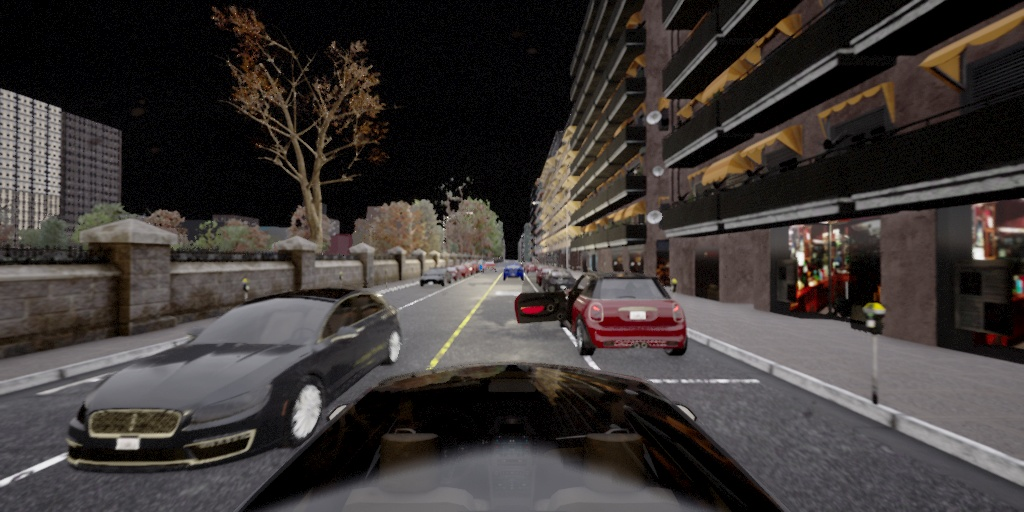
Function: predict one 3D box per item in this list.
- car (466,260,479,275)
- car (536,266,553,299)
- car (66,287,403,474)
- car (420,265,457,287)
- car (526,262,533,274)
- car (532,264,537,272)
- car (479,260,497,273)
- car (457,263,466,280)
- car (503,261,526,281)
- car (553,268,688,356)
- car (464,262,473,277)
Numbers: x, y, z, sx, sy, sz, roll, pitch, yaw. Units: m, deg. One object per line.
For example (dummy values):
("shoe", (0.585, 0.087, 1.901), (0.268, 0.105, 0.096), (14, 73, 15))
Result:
("car", (-5.588, 1.551, 43.949), (1.967, 1.591, 4.097), (0, 0, 0))
("car", (2.736, 1.465, 21.412), (2.007, 1.370, 4.403), (0, 0, 0))
("car", (-3.093, 1.285, 5.325), (1.837, 1.490, 4.892), (0, 0, 0))
("car", (-5.630, 1.527, 27.064), (1.948, 1.339, 4.313), (0, 0, 0))
("car", (2.806, 1.749, 49.559), (1.802, 1.307, 4.207), (0, 0, 0))
("car", (2.750, 1.507, 27.042), (1.888, 1.381, 4.507), (0, 0, 0))
("car", (-2.893, 1.380, 46.653), (1.812, 1.442, 4.674), (0, -1, 0))
("car", (-5.617, 1.591, 32.694), (1.802, 1.307, 4.207), (0, 0, 0))
("car", (0.133, 1.500, 34.302), (1.882, 1.535, 5.008), (0, 0, 1))
("car", (2.404, 1.163, 8.949), (2.097, 1.767, 4.553), (0, 0, 0))
("car", (-5.602, 1.603, 38.321), (1.888, 1.381, 4.507), (0, 0, 0))
